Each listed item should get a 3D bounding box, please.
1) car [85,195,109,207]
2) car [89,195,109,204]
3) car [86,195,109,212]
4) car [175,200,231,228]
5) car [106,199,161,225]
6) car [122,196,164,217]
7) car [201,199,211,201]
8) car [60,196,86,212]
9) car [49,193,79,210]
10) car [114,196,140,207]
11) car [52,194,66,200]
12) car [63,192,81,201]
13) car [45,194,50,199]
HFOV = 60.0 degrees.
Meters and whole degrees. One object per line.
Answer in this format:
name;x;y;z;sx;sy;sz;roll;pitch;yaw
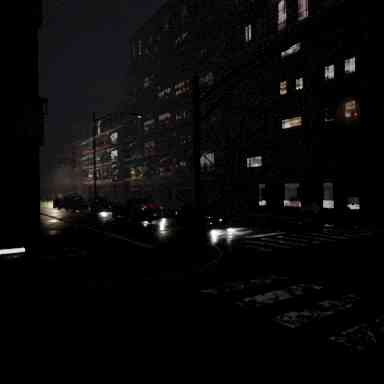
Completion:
car;-13.821;1.266;48.271;1.837;1.490;4.892;-1;1;-34
car;-15.468;1.216;55.326;1.752;1.417;4.829;-1;1;-35
car;-9.873;1.425;36.994;1.994;1.385;4.181;-1;1;-35
car;0.618;1.507;21.743;1.994;1.385;4.181;-1;1;-34
car;-4.373;1.509;24.201;1.887;1.381;4.507;-1;1;-35
car;-4.277;1.257;28.848;2.097;1.767;4.553;-1;1;-35
car;0.820;1.359;31.844;1.887;1.381;4.507;-1;1;-35
car;-12.607;1.448;36.392;2.008;1.369;4.403;-1;1;-35
car;-15.829;1.312;41.072;1.967;1.590;4.097;-1;1;-35
car;-9.025;1.266;45.964;1.752;1.417;4.829;-1;1;-35
car;-31.479;1.124;78.592;2.008;1.369;4.403;-1;1;-35
car;-25.038;0.935;69.227;2.192;1.841;5.009;-1;1;-35
car;-34.797;1.075;83.413;1.752;1.417;4.829;-1;1;-35
